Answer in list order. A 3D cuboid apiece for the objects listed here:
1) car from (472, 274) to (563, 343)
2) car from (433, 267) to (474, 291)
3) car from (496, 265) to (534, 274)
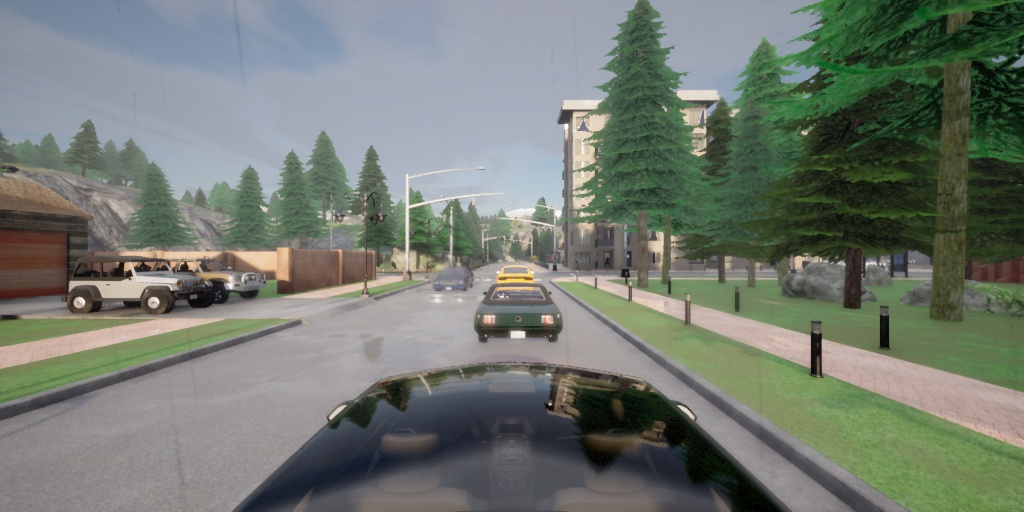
[{"bbox_3d":[0.148,1.351,9.677,1.895,1.301,4.718,0,0,0],"label":"car"},{"bbox_3d":[-3.406,1.365,21.992,2.033,1.411,5.357,0,0,0],"label":"car"},{"bbox_3d":[0.180,1.228,19.017,1.882,1.535,5.008,0,0,0],"label":"car"}]
